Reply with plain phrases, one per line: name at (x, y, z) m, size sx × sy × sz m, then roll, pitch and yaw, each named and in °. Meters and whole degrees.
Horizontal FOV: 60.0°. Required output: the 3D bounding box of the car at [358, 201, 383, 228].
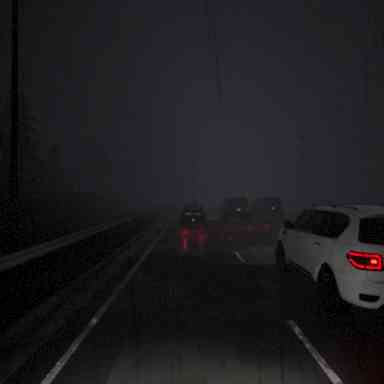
car at (14.095, 1.593, 23.843) m, size 2.097 × 1.767 × 4.553 m, roll 0°, pitch -1°, yaw 0°

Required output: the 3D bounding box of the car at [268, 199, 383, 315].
car at (3.598, 1.302, 7.843) m, size 2.150 × 2.045 × 5.566 m, roll 0°, pitch -1°, yaw 0°

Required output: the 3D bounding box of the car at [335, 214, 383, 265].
car at (7.099, 1.648, 12.037) m, size 1.812 × 1.442 × 4.674 m, roll 0°, pitch -1°, yaw 0°

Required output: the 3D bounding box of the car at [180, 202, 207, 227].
car at (0.096, 1.748, 25.291) m, size 2.128 × 1.511 × 4.902 m, roll 0°, pitch -1°, yaw 0°

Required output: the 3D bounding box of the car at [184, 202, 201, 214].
car at (0.094, 1.988, 42.012) m, size 1.994 × 1.385 × 4.181 m, roll 0°, pitch -1°, yaw 0°

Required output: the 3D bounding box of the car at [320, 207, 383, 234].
car at (10.597, 1.772, 22.180) m, size 2.033 × 1.411 × 5.357 m, roll 0°, pitch -1°, yaw 0°

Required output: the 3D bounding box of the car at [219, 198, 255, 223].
car at (3.584, 1.509, 28.410) m, size 2.150 × 2.045 × 5.566 m, roll 0°, pitch -1°, yaw 0°

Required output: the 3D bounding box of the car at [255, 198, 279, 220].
car at (7.097, 1.543, 31.759) m, size 2.150 × 2.045 × 5.566 m, roll 0°, pitch -1°, yaw 0°
